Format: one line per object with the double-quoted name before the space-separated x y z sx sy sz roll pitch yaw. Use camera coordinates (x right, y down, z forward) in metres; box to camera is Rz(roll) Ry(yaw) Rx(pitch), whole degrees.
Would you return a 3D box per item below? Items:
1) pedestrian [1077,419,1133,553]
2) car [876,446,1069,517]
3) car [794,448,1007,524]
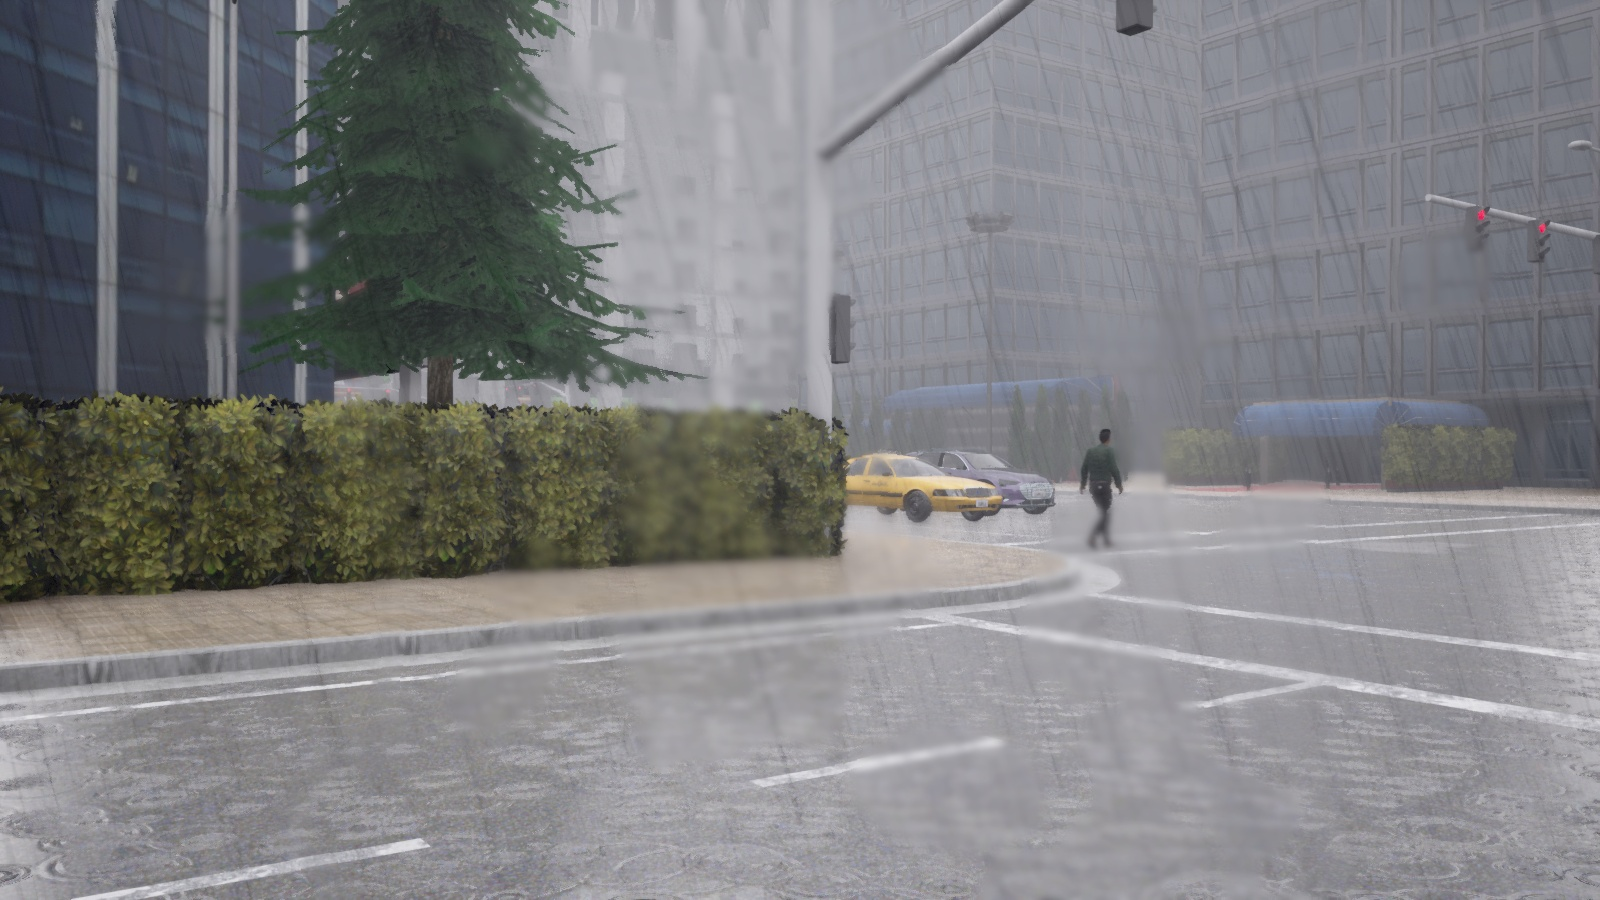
"pedestrian" 4.539 0.519 18.659 0.788 1.949 0.423 0 0 -41
"car" 4.245 0.743 31.635 2.033 1.649 4.856 0 0 -35
"car" 2.141 0.749 28.553 1.801 1.575 5.366 0 0 -35
